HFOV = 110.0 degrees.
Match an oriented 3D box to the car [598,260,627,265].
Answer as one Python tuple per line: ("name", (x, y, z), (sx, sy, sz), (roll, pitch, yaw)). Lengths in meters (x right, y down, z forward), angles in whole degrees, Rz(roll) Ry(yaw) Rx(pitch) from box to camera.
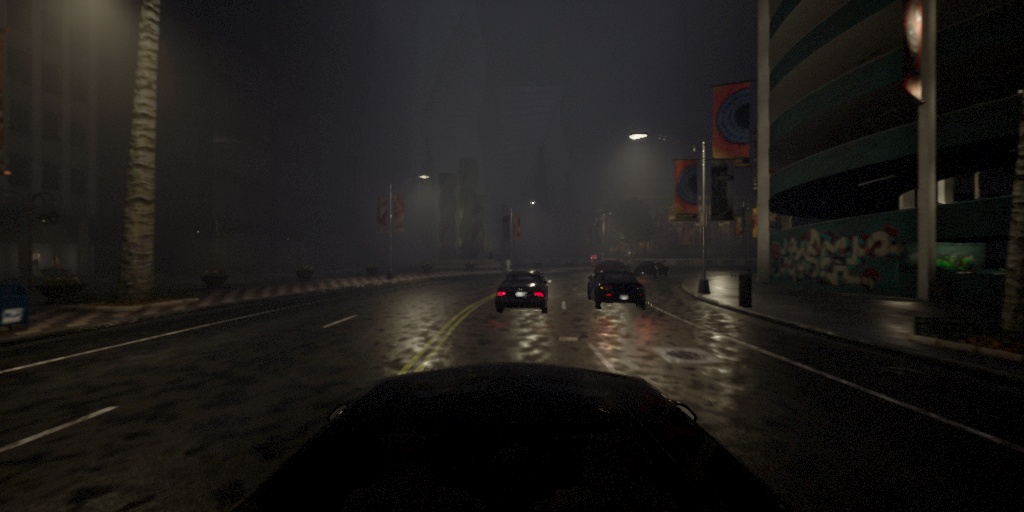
("car", (9.757, 1.168, 34.490), (1.882, 1.535, 5.008), (0, 0, 40))

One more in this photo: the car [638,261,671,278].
("car", (12.940, 1.198, 32.845), (1.837, 1.490, 4.892), (-1, -1, 42))

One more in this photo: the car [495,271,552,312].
("car", (0.529, 1.275, 14.030), (2.033, 1.411, 5.357), (0, 0, 6))

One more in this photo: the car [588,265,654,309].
("car", (4.182, 1.252, 14.730), (1.812, 1.442, 4.674), (0, 0, 7))
